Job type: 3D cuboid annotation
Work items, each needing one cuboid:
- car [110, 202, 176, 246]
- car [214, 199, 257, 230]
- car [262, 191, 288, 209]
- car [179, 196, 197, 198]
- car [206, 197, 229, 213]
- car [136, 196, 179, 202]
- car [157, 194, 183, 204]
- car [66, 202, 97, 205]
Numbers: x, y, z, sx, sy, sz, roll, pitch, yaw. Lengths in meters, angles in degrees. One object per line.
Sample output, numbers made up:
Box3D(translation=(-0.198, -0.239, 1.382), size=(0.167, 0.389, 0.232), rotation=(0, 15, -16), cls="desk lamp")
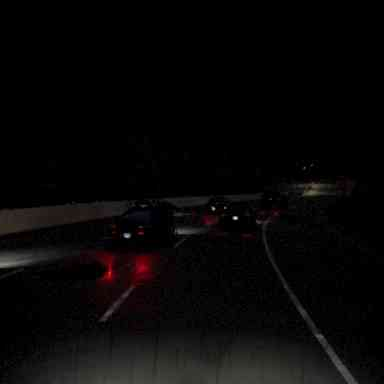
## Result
Box3D(translation=(-1.971, 1.375, 14.328), size=(1.812, 1.442, 4.674), rotation=(0, 1, 10), cls="car")
Box3D(translation=(2.822, 1.376, 20.020), size=(1.994, 1.385, 4.181), rotation=(0, 1, 13), cls="car")
Box3D(translation=(9.779, 0.872, 39.073), size=(2.150, 2.045, 5.566), rotation=(0, 1, 25), cls="car")
Box3D(translation=(-0.873, 0.981, 49.692), size=(1.882, 1.535, 5.008), rotation=(0, 0, 26), cls="car")
Box3D(translation=(2.741, 1.203, 31.513), size=(1.837, 1.490, 4.892), rotation=(0, 0, 20), cls="car")
Box3D(translation=(-2.891, 1.086, 25.627), size=(2.097, 1.767, 4.553), rotation=(0, 1, 16), cls="car")
Box3D(translation=(-3.424, 1.068, 52.447), size=(1.895, 1.301, 4.718), rotation=(1, 1, 26), cls="car")
Box3D(translation=(-13.181, 1.062, 39.320), size=(1.837, 1.490, 4.892), rotation=(0, 1, 22), cls="car")
